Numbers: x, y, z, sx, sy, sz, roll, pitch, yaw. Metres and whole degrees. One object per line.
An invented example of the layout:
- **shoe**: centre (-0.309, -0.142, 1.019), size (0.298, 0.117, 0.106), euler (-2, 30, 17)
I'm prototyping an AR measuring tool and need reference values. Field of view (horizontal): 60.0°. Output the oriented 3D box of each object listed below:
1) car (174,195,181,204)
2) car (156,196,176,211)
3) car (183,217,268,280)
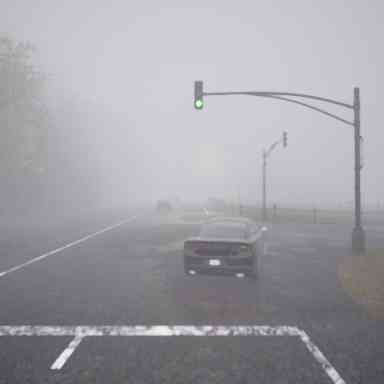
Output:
- **car**: centre (-3.463, 1.497, 68.254), size (2.097, 1.767, 4.553), euler (0, 0, 0)
- **car**: centre (-3.409, 1.595, 41.418), size (1.837, 1.490, 4.892), euler (0, -1, 0)
- **car**: centre (1.213, 1.502, 10.210), size (1.882, 1.535, 5.008), euler (-1, 0, 16)
